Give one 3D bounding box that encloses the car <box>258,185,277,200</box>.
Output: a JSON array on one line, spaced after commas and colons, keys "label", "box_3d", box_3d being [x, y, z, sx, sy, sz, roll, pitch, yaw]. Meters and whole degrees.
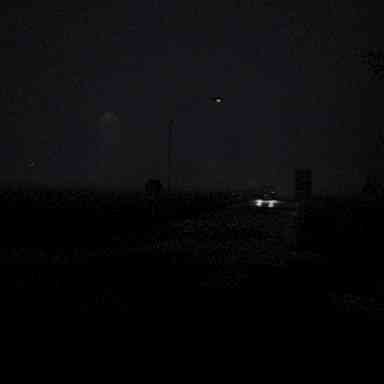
[{"label": "car", "box_3d": [10.652, 0.025, 46.443, 2.150, 2.045, 5.566, 2, 1, 19]}]
